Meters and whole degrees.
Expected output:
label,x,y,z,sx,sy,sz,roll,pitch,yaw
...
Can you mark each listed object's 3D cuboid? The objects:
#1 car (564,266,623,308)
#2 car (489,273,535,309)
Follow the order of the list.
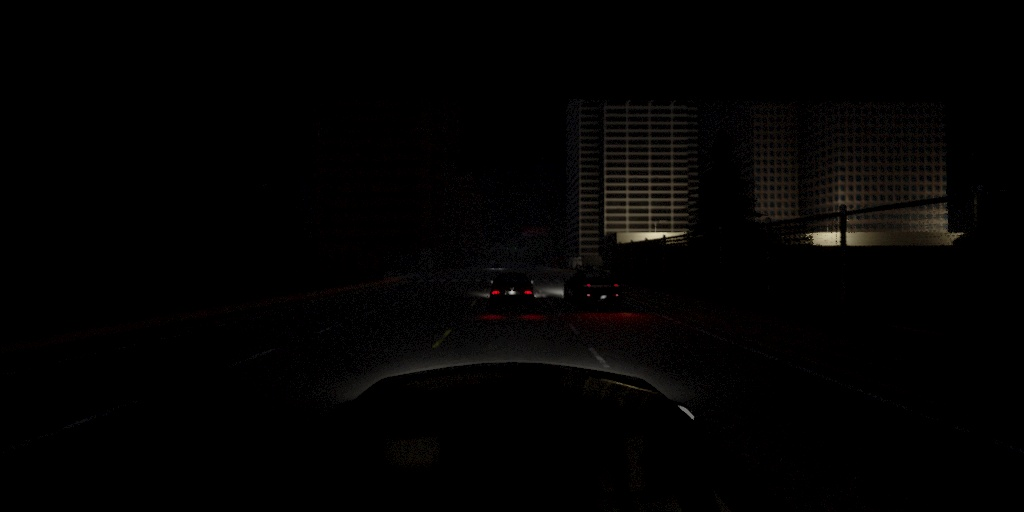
label,x,y,z,sx,sy,sz,roll,pitch,yaw
car,3.504,1.383,16.135,2.128,1.511,4.902,0,0,0
car,0.001,1.435,15.833,2.033,1.411,5.357,0,-1,0
